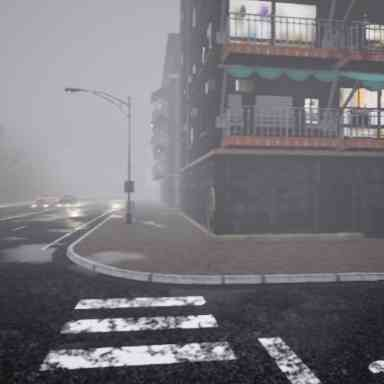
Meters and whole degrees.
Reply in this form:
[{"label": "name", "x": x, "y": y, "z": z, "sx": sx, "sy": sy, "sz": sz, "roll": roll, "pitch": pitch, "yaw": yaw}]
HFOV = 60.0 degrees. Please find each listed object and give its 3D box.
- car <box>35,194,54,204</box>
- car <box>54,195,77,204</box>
[{"label": "car", "x": -21.970, "y": 1.027, "z": 50.086, "sx": 1.882, "sy": 1.535, "sz": 5.008, "roll": 0, "pitch": 0, "yaw": -8}, {"label": "car", "x": -18.750, "y": 1.101, "z": 50.523, "sx": 2.033, "sy": 1.411, "sz": 5.357, "roll": 0, "pitch": 0, "yaw": -8}]
